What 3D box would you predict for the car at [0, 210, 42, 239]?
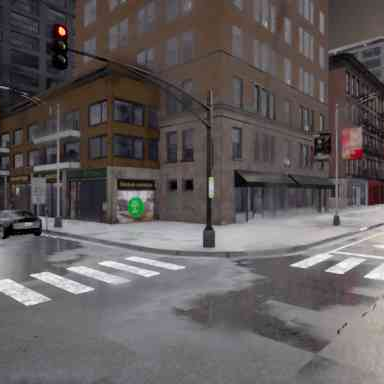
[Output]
[{"bbox_3d":[-9.326,1.577,17.252,4.313,1.339,1.947,0,0,43],"label":"car"}]
